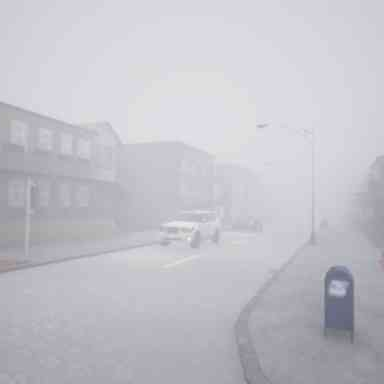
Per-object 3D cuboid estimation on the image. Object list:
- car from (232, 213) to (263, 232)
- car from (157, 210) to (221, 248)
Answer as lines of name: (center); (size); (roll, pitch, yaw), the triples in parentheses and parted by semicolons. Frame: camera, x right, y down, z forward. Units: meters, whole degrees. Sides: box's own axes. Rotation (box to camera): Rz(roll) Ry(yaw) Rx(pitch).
car: (5.486, 2.929, 32.613); (2.097, 1.767, 4.553); (0, -3, 24)
car: (0.021, 2.134, 20.128); (2.150, 2.045, 5.566); (0, -3, 24)
